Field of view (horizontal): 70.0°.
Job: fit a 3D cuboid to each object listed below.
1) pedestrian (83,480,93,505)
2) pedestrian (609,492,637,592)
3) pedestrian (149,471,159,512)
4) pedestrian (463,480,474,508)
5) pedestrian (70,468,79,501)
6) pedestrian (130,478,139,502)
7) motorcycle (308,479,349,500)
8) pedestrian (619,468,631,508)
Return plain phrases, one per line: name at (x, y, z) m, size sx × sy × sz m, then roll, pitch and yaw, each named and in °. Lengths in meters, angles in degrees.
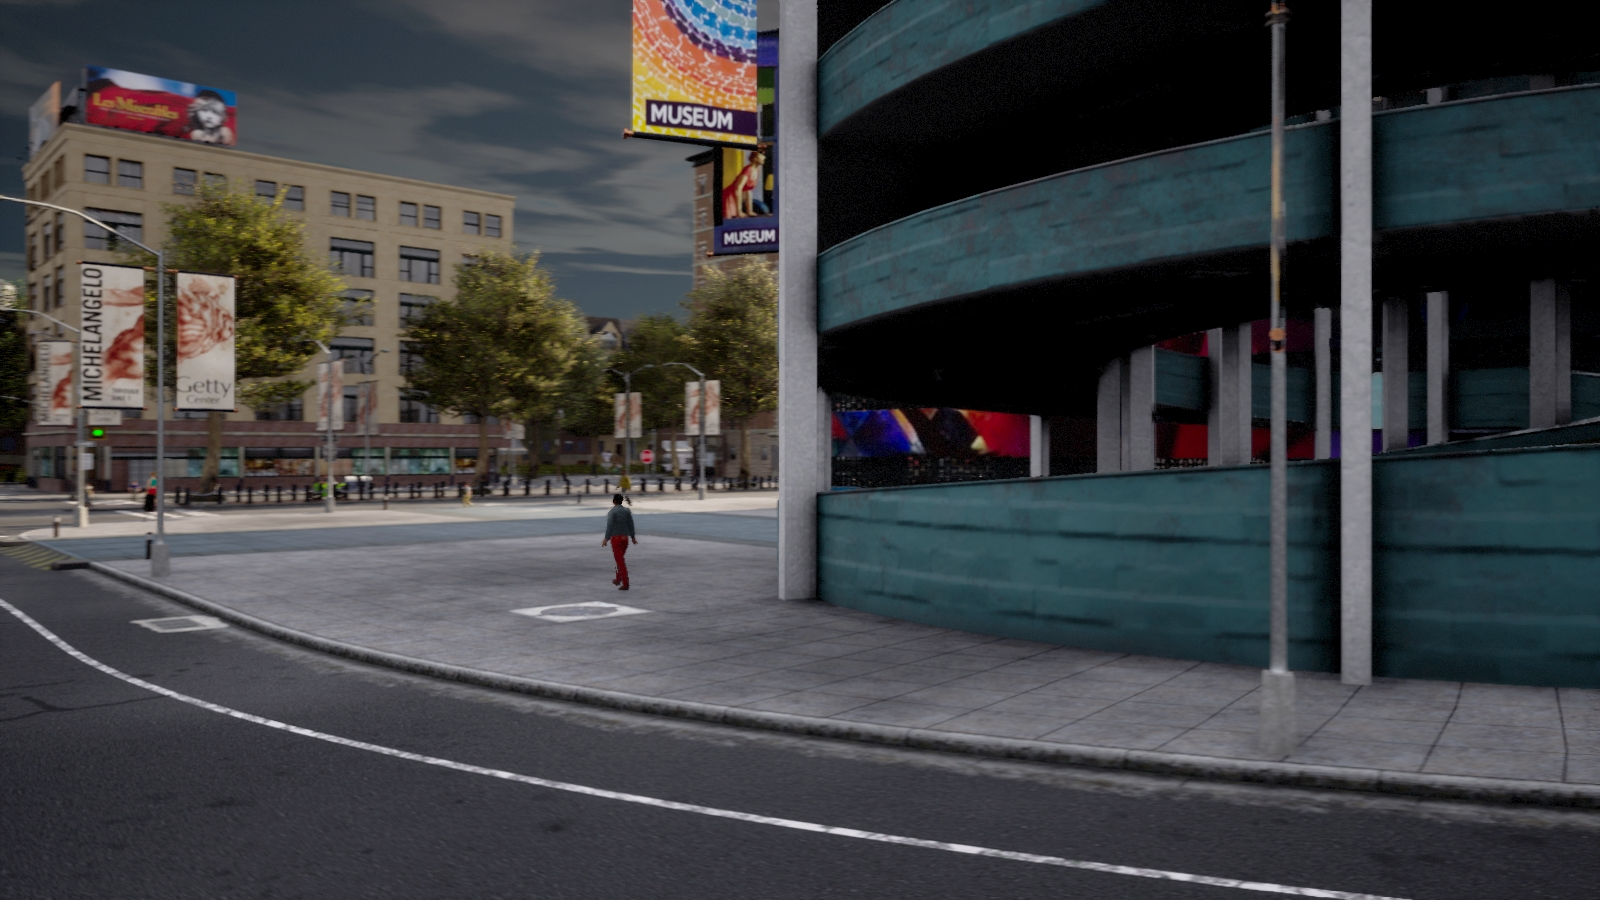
pedestrian at (-36.889, 2.198, 59.194) m, size 0.375 × 1.300 × 0.375 m, roll 0°, pitch 0°, yaw -44°
pedestrian at (-3.349, 1.725, 21.562) m, size 0.375 × 1.860 × 0.375 m, roll 0°, pitch 0°, yaw -42°
pedestrian at (-29.533, 1.910, 52.253) m, size 0.375 × 1.860 × 0.375 m, roll 0°, pitch 0°, yaw -36°
pedestrian at (-15.510, 2.044, 53.453) m, size 0.375 × 1.300 × 0.375 m, roll 0°, pitch 0°, yaw -42°
pedestrian at (-40.528, 1.923, 63.797) m, size 0.375 × 1.860 × 0.375 m, roll 0°, pitch 0°, yaw -40°
pedestrian at (-36.524, 2.203, 62.684) m, size 0.375 × 1.300 × 0.375 m, roll 0°, pitch 0°, yaw -38°
motorcycle at (-27.224, 2.294, 65.999) m, size 2.033 × 1.145 × 0.803 m, roll 0°, pitch 0°, yaw -42°
pedestrian at (-8.133, 1.766, 53.019) m, size 0.375 × 1.860 × 0.375 m, roll 0°, pitch 0°, yaw 41°
